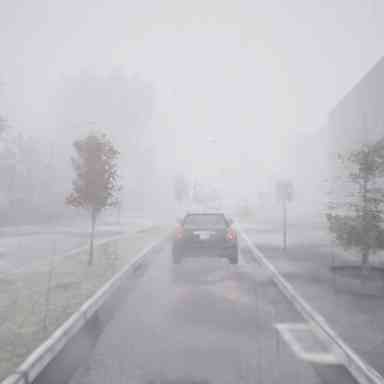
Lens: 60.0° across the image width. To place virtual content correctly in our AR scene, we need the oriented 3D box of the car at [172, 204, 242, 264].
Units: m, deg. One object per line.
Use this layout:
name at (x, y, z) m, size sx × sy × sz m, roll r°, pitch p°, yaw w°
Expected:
car at (0.498, 1.427, 12.376) m, size 2.097 × 1.767 × 4.553 m, roll 0°, pitch -1°, yaw 3°

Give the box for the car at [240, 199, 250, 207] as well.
car at (12.637, 2.503, 78.908) m, size 2.185 × 1.767 × 4.553 m, roll 0°, pitch -1°, yaw 9°

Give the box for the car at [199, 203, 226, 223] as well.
car at (1.867, 1.781, 28.884) m, size 2.128 × 1.511 × 4.902 m, roll 0°, pitch -1°, yaw 7°

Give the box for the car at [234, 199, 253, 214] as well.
car at (6.402, 1.976, 40.706) m, size 2.097 × 1.535 × 5.008 m, roll -1°, pitch -1°, yaw 9°

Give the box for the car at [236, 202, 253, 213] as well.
car at (7.267, 2.101, 46.135) m, size 2.163 × 1.488 × 4.792 m, roll 0°, pitch -1°, yaw 9°
